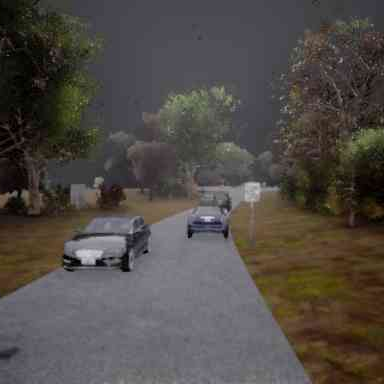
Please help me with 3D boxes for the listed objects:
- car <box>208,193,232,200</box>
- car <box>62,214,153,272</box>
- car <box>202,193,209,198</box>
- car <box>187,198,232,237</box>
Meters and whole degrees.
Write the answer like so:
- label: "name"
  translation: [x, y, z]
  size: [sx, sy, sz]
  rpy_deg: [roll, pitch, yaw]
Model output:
- label: "car"
  translation: [3.695, 1.221, 41.084]
  size: [2.150, 2.045, 5.566]
  rpy_deg: [1, 1, 10]
- label: "car"
  translation: [-2.505, 1.499, 10.863]
  size: [2.128, 1.511, 4.902]
  rpy_deg: [0, 0, 3]
- label: "car"
  translation: [2.662, 1.045, 51.303]
  size: [2.097, 1.767, 4.553]
  rpy_deg: [2, 2, 12]
- label: "car"
  translation: [0.938, 1.416, 18.541]
  size: [2.097, 1.767, 4.553]
  rpy_deg: [0, 0, 4]
